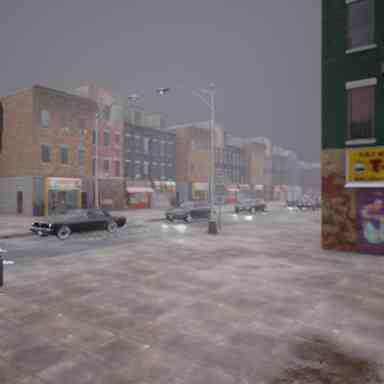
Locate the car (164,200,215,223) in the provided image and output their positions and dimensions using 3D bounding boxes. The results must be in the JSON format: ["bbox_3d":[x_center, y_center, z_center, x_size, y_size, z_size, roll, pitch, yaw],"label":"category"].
[{"bbox_3d":[-0.077,1.418,25.003,1.837,1.490,4.892,0,0,35],"label":"car"}]

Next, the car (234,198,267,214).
[{"bbox_3d":[5.960,1.363,33.500,1.837,1.490,4.892,0,0,35],"label":"car"}]

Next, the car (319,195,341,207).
[{"bbox_3d":[20.148,1.246,48.584,1.882,1.535,5.008,0,0,35],"label":"car"}]

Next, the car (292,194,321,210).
[{"bbox_3d":[14.389,1.360,40.383,2.033,1.411,5.357,0,0,36],"label":"car"}]

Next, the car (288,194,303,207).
[{"bbox_3d":[14.999,1.135,46.080,2.097,1.767,4.553,0,0,35],"label":"car"}]

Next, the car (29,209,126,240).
[{"bbox_3d":[-5.712,1.564,17.070,1.895,1.301,4.718,0,0,35],"label":"car"}]
